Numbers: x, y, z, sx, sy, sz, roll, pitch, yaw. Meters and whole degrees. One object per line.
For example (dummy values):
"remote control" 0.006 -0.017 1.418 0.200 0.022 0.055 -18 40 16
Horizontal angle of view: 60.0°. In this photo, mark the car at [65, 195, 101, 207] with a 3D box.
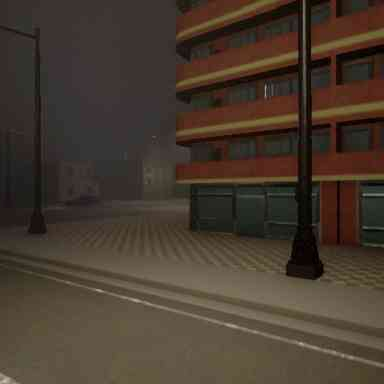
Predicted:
"car" -14.827 1.186 45.267 1.882 1.535 5.008 0 1 37

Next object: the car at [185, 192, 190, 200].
"car" 0.934 0.499 66.455 2.150 2.045 5.566 0 1 37
